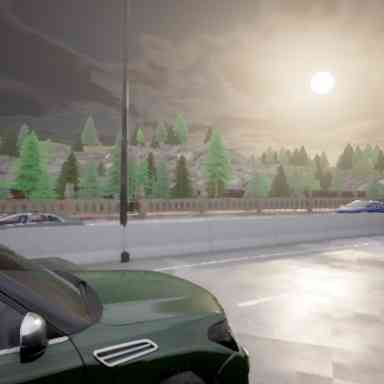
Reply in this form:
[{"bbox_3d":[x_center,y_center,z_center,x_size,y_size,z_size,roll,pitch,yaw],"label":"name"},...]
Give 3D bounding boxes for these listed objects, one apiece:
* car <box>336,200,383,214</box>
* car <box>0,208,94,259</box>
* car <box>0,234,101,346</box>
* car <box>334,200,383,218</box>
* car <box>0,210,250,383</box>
[{"bbox_3d":[13.717,1.472,26.242,5.008,1.535,1.882,0,0,-20],"label":"car"},{"bbox_3d":[-6.349,1.431,12.146,4.902,1.511,2.128,0,0,-33],"label":"car"},{"bbox_3d":[-4.030,1.570,5.085,4.718,1.301,1.895,0,0,-35],"label":"car"},{"bbox_3d":[15.831,1.496,30.640,4.902,1.511,2.128,0,0,-18],"label":"car"},{"bbox_3d":[-2.143,1.204,2.175,5.566,2.045,2.150,0,0,-35],"label":"car"}]
